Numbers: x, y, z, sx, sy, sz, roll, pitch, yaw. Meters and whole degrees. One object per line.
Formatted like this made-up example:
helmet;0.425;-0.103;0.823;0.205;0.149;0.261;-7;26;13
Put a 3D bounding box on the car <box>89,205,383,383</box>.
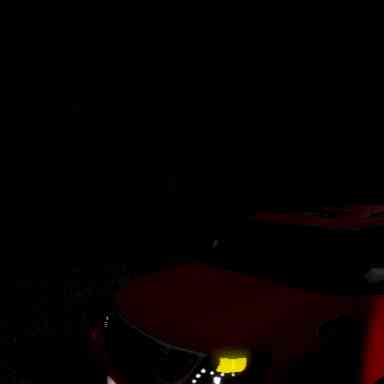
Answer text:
car;1.637;1.224;4.234;5.566;2.045;2.150;0;0;-36
